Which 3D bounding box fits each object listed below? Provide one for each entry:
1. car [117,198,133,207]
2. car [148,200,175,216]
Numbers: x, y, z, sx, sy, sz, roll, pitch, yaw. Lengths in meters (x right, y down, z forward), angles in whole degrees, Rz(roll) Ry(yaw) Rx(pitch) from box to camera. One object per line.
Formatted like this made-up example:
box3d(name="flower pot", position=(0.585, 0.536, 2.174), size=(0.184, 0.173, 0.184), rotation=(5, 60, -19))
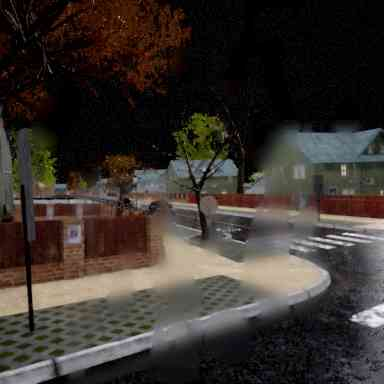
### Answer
box3d(name="car", position=(-10.794, 1.702, 53.211), size=(1.837, 1.490, 4.892), rotation=(-3, 1, -22))
box3d(name="car", position=(-3.202, 1.655, 33.969), size=(1.837, 1.490, 4.892), rotation=(-3, 1, -22))
